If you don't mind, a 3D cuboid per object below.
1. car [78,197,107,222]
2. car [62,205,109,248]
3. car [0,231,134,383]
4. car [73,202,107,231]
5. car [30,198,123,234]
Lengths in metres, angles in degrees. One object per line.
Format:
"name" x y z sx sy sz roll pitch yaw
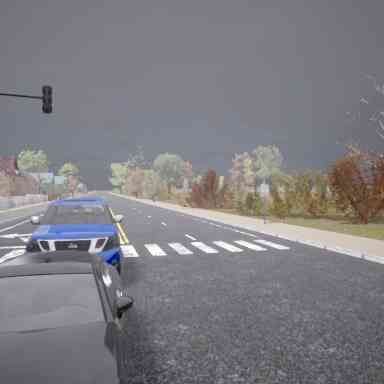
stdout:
"car" -8.167 1.338 27.527 2.097 1.767 4.553 0 0 -15
"car" -5.025 1.499 16.052 1.837 1.490 4.892 0 0 -15
"car" -1.713 1.524 3.895 1.812 1.442 4.674 0 0 -13
"car" -6.600 1.468 21.795 1.882 1.535 5.008 0 0 -15
"car" -3.360 1.218 9.982 2.150 2.045 5.566 0 0 -15
